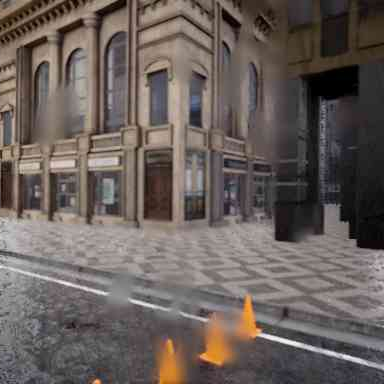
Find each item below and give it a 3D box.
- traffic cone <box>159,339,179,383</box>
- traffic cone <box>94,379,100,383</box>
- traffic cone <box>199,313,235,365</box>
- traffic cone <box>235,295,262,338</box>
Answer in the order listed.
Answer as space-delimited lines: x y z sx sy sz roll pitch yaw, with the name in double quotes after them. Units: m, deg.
-0.262 1.967 3.761 0.340 0.580 0.340 0 0 36 "traffic cone"
-0.844 1.966 2.948 0.340 0.580 0.340 0 0 36 "traffic cone"
0.320 1.969 4.574 0.340 0.580 0.340 0 0 36 "traffic cone"
0.902 1.970 5.387 0.340 0.580 0.340 0 0 36 "traffic cone"
